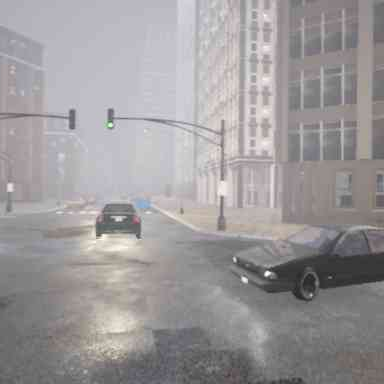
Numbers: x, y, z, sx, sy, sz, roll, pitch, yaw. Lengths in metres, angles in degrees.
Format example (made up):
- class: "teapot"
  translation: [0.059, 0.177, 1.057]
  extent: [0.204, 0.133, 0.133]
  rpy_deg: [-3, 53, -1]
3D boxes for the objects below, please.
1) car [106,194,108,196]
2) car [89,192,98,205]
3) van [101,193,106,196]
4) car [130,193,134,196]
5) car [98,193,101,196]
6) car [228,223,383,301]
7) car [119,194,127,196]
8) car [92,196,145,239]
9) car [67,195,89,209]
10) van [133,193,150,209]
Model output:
- class: "car"
  translation: [-23.681, 1.081, 89.057]
  extent: [1.967, 1.590, 4.097]
  rpy_deg: [1, 0, -11]
- class: "car"
  translation: [-16.033, 1.148, 50.956]
  extent: [1.967, 1.590, 4.097]
  rpy_deg: [1, 0, -11]
- class: "van"
  translation: [-20.401, 0.996, 72.730]
  extent: [1.690, 1.788, 3.998]
  rpy_deg: [1, 0, -11]
- class: "car"
  translation: [-10.495, 1.340, 63.393]
  extent: [1.887, 1.381, 4.507]
  rpy_deg: [1, 0, -11]
- class: "car"
  translation: [-17.128, 1.259, 56.400]
  extent: [1.947, 1.339, 4.313]
  rpy_deg: [1, 0, -11]
- class: "car"
  translation: [3.633, 1.516, 8.199]
  extent: [5.357, 1.411, 2.033]
  rpy_deg: [0, 1, -20]
- class: "car"
  translation: [-16.635, 1.199, 80.948]
  extent: [1.882, 1.535, 5.008]
  rpy_deg: [1, 0, -11]
- class: "car"
  translation: [-3.726, 1.266, 17.104]
  extent: [2.097, 1.767, 4.553]
  rpy_deg: [1, 0, -11]
- class: "car"
  translation: [-13.817, 1.267, 39.901]
  extent: [1.752, 1.417, 4.829]
  rpy_deg: [1, 0, -11]
- class: "van"
  translation: [-6.121, 1.198, 41.618]
  extent: [1.690, 1.788, 3.998]
  rpy_deg: [1, 0, -11]
